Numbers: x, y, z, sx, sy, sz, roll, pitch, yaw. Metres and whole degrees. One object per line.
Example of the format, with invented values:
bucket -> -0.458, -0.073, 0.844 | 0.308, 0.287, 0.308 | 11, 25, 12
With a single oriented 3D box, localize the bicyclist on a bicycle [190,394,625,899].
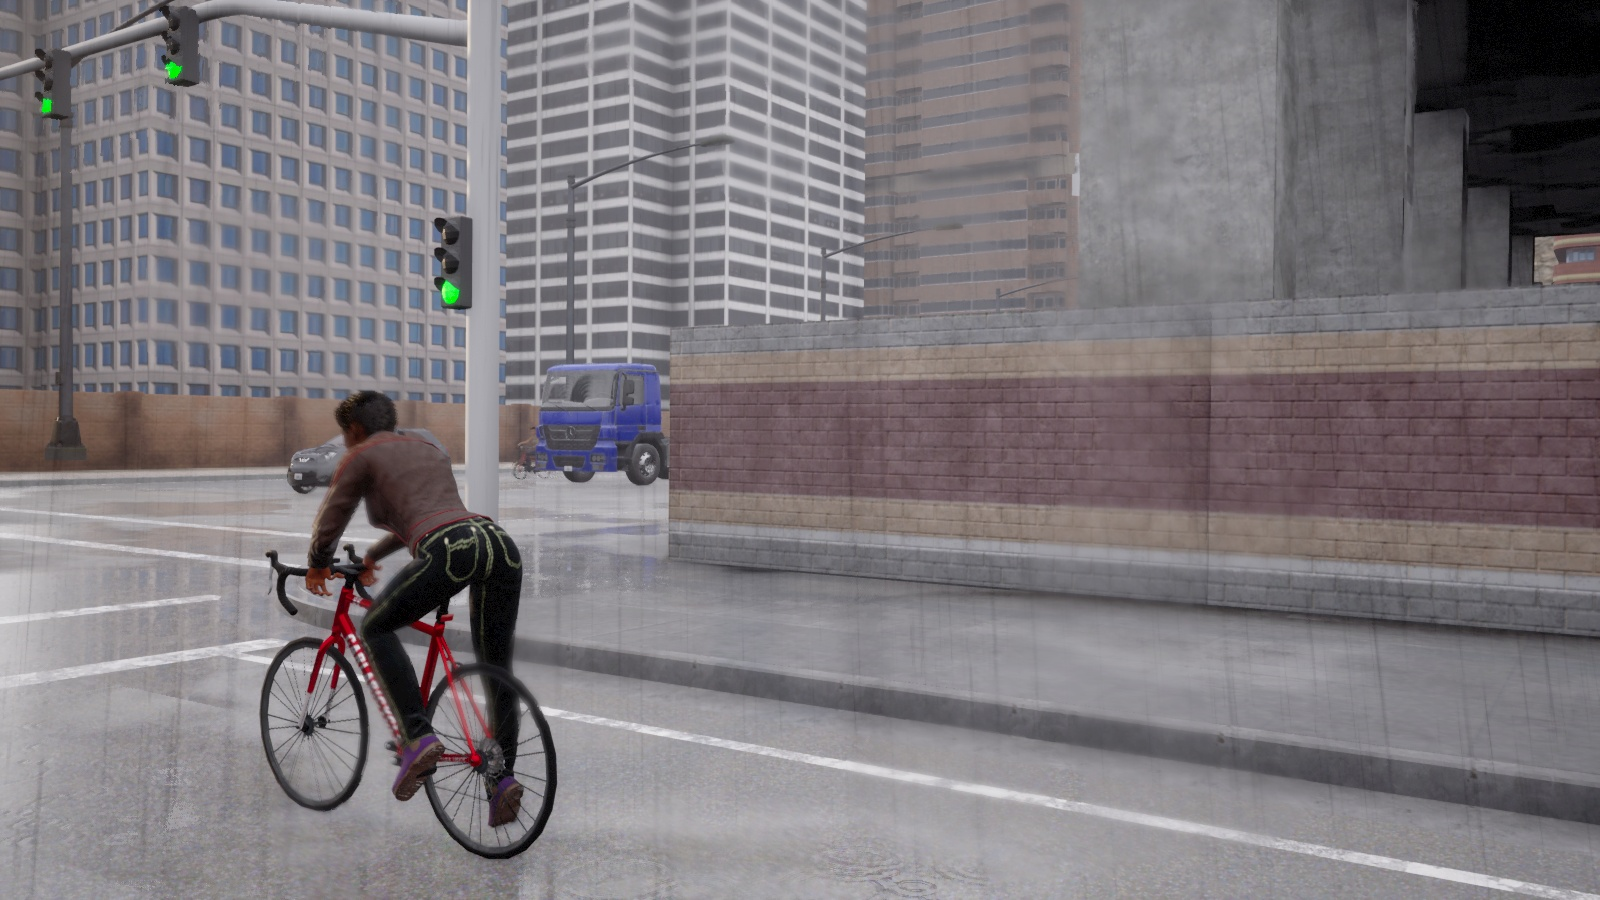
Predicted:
bicyclist on a bicycle -> -1.472, 0.635, 4.599 | 1.656, 1.620, 0.582 | 0, 1, 34

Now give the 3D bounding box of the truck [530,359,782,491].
truck -> -4.016, -0.721, 37.134 | 2.891, 3.462, 7.936 | 0, 1, 34

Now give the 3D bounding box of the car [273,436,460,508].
car -> -9.798, 0.444, 28.592 | 1.845, 1.501, 3.633 | 0, 1, 34

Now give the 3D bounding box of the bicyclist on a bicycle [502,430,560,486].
bicyclist on a bicycle -> -8.021, 0.229, 37.472 | 0.866, 1.612, 1.509 | 0, 1, 34
